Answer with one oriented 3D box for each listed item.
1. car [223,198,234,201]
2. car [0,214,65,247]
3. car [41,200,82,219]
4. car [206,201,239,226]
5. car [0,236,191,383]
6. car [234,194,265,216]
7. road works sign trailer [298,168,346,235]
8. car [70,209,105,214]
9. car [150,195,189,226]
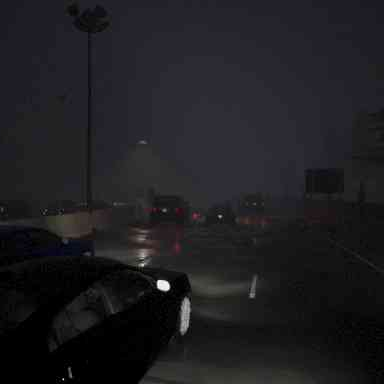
[{"bbox_3d":[5.222,1.477,43.649,1.882,1.535,5.008,0,0,-5],"label":"car"},{"bbox_3d":[-4.085,1.478,7.519,1.882,1.535,5.008,0,-1,14],"label":"car"},{"bbox_3d":[-11.792,1.504,30.479,1.837,1.490,4.892,0,0,0],"label":"car"},{"bbox_3d":[2.022,1.564,23.576,1.994,1.385,4.181,0,0,5],"label":"car"},{"bbox_3d":[-1.437,1.478,3.765,1.882,1.535,5.008,0,0,16],"label":"car"},{"bbox_3d":[5.784,1.222,32.934,2.150,2.045,5.566,0,0,1],"label":"car"},{"bbox_3d":[7.518,0.464,18.403,2.380,3.560,2.880,0,0,-12],"label":"road works sign trailer"},{"bbox_3d":[-8.364,1.491,28.280,2.128,1.511,4.902,0,0,2],"label":"car"},{"bbox_3d":[-1.462,1.223,23.355,2.150,2.045,5.566,0,0,5],"label":"car"}]
